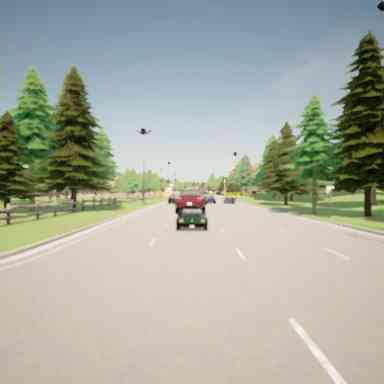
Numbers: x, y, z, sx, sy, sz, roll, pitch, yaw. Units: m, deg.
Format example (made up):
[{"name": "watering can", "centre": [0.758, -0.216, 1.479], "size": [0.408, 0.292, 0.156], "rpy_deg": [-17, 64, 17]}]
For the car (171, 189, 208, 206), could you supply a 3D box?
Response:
[{"name": "car", "centre": [-0.033, 0.538, 21.031], "size": [1.812, 1.442, 4.674], "rpy_deg": [0, -1, 3]}]

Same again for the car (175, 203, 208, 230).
[{"name": "car", "centre": [0.002, 1.638, 20.973], "size": [1.895, 1.301, 4.718], "rpy_deg": [0, 1, 0]}]

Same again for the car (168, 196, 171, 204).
[{"name": "car", "centre": [-3.504, 1.410, 62.391], "size": [1.882, 1.535, 5.008], "rpy_deg": [0, 0, 0]}]

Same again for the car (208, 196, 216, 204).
[{"name": "car", "centre": [3.496, 1.459, 62.392], "size": [1.812, 1.442, 4.674], "rpy_deg": [0, 0, 0]}]

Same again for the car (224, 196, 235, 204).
[{"name": "car", "centre": [6.996, 1.425, 62.392], "size": [2.128, 1.511, 4.902], "rpy_deg": [0, 0, 0]}]
